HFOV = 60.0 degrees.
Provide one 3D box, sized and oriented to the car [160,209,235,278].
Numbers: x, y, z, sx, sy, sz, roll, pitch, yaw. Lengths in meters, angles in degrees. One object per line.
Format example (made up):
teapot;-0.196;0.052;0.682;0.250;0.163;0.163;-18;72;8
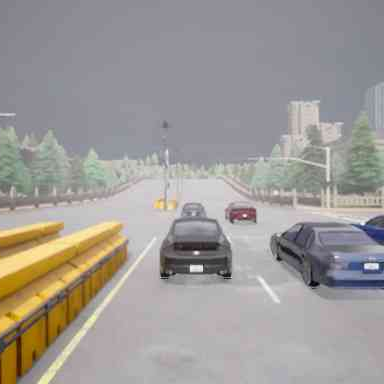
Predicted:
car;0.101;1.492;10.056;1.837;1.490;4.892;0;0;0

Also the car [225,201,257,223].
car;3.601;1.444;25.093;1.882;1.535;5.008;0;0;0

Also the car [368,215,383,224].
car;7.099;1.462;11.355;1.882;1.535;5.008;0;0;0

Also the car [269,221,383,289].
car;3.600;1.535;9.185;2.033;1.411;5.357;0;0;0

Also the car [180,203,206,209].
car;0.101;1.514;24.891;2.033;1.411;5.357;0;0;0
